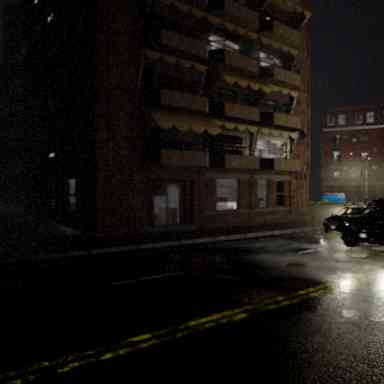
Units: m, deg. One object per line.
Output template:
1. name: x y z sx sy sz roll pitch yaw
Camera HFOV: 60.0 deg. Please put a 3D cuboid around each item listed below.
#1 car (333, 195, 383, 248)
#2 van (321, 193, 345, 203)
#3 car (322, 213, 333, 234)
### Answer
1. car: 8.558 1.279 14.008 5.566 2.045 2.150 1 0 -37
2. van: 24.624 1.097 57.861 3.998 1.788 1.690 1 0 21
3. car: 9.196 1.562 18.568 4.902 1.511 2.128 0 0 -37
